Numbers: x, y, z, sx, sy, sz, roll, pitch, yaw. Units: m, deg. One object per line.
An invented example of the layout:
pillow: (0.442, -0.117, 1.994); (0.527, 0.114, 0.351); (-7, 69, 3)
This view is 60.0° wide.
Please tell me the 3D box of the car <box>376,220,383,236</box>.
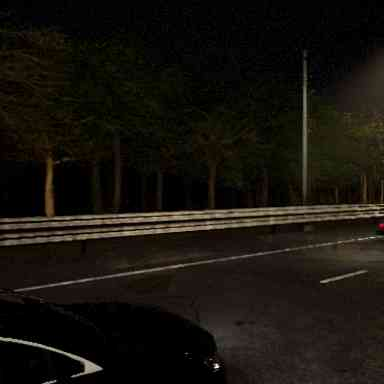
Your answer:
car: (10.788, 1.528, 15.493); (5.357, 1.411, 2.033); (0, 0, -32)

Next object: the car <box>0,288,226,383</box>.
car: (-1.931, 1.496, 2.401); (4.892, 1.490, 1.837); (0, 0, -35)
